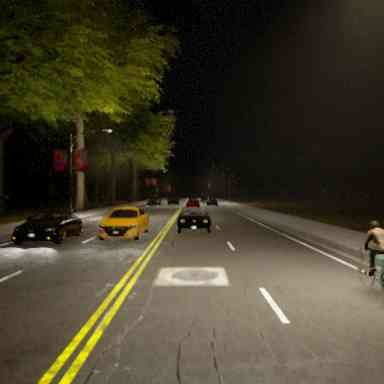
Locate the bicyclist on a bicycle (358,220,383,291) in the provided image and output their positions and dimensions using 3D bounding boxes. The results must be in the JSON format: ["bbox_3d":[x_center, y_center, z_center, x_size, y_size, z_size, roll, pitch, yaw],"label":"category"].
[{"bbox_3d":[4.148,1.466,7.415,0.582,1.620,1.656,0,0,0],"label":"bicyclist on a bicycle"}]

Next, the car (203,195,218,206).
[{"bbox_3d":[3.399,1.670,57.656,2.033,1.411,5.357,0,0,0],"label":"car"}]

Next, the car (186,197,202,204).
[{"bbox_3d":[0.141,1.663,50.302,1.994,1.385,4.181,0,0,0],"label":"car"}]

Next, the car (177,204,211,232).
[{"bbox_3d":[0.115,1.631,20.274,1.895,1.301,4.718,0,0,0],"label":"car"}]

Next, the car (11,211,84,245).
[{"bbox_3d":[-6.587,1.580,15.618,1.994,1.385,4.181,0,0,0],"label":"car"}]

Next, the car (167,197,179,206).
[{"bbox_3d":[-3.244,1.597,58.323,1.882,1.535,5.008,0,0,1],"label":"car"}]

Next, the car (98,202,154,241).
[{"bbox_3d":[-3.337,1.499,17.037,1.882,1.535,5.008,0,0,0],"label":"car"}]

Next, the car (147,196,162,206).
[{"bbox_3d":[-6.496,1.467,57.995,2.097,1.767,4.553,0,0,1],"label":"car"}]

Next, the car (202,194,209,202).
[{"bbox_3d":[3.317,1.432,79.974,2.150,2.045,5.566,0,0,0],"label":"car"}]
